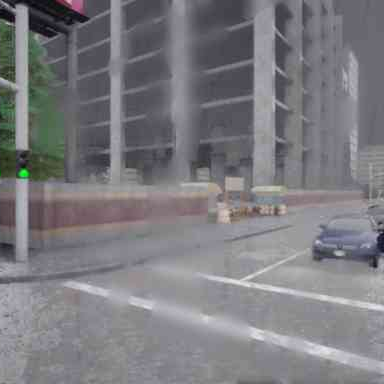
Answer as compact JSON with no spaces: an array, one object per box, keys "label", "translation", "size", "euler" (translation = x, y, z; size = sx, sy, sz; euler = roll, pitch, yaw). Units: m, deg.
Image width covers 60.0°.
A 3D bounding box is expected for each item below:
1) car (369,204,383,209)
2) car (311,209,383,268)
[{"label":"car","translation":[11.020,1.505,19.169],"size":[1.837,1.490,4.892],"euler":[0,0,36]},{"label":"car","translation":[5.602,1.527,11.626],"size":[1.812,1.442,4.674],"euler":[0,0,34]}]
